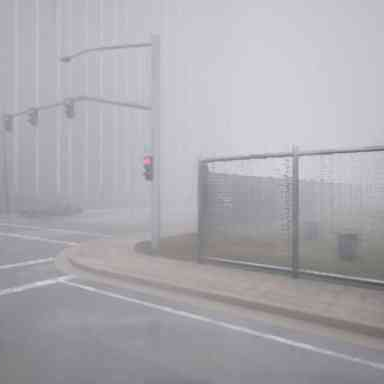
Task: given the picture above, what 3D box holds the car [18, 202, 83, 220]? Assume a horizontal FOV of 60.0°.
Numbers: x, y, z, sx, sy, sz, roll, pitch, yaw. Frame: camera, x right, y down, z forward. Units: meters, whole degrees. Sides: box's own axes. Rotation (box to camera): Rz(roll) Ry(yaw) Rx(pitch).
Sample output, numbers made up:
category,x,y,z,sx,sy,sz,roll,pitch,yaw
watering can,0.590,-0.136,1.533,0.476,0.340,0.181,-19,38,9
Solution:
category,x,y,z,sx,sy,sz,roll,pitch,yaw
car,-11.431,1.521,27.116,1.895,1.301,4.718,0,0,36
